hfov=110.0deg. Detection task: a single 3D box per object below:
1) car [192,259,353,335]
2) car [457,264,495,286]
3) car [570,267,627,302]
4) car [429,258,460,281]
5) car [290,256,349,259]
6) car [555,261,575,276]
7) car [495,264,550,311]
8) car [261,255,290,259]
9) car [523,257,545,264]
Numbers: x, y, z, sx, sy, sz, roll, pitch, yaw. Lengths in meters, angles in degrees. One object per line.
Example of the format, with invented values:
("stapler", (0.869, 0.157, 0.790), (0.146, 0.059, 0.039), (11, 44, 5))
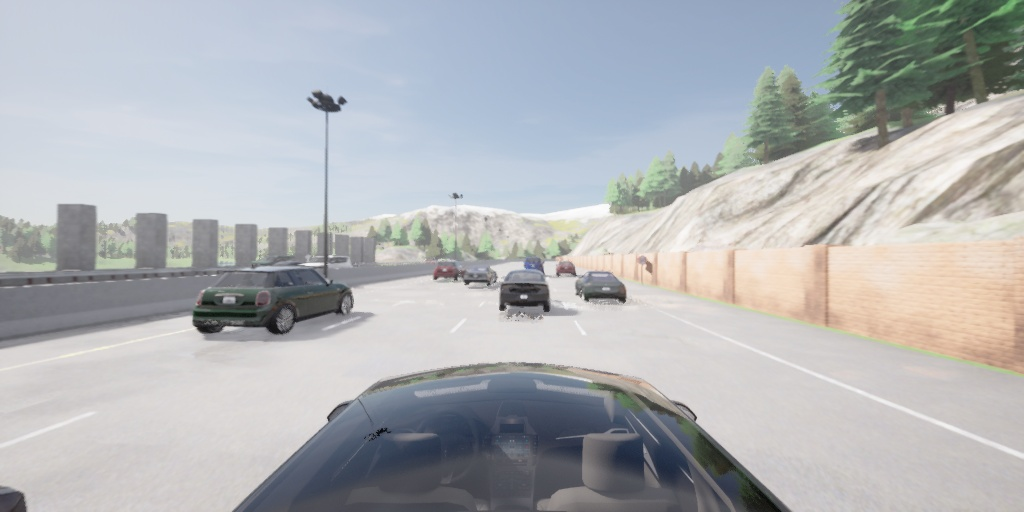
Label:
("car", (-6.644, 1.090, 10.673), (2.097, 1.767, 4.553), (1, 0, 3))
("car", (-2.232, 1.390, 26.228), (2.033, 1.411, 5.357), (0, 0, 4))
("car", (4.249, 1.419, 17.727), (1.994, 1.385, 4.181), (0, 0, 3))
("car", (-5.317, 1.193, 31.404), (2.097, 1.767, 4.553), (0, 0, 5))
("car", (-16.068, 0.979, 31.048), (2.150, 2.045, 5.566), (0, -1, 5))
("car", (6.068, 1.324, 40.944), (2.097, 1.767, 4.553), (0, 0, 5))
("car", (0.564, 1.291, 15.039), (1.882, 1.535, 5.008), (0, 0, 3))
("car", (-25.900, 0.939, 39.051), (2.150, 2.045, 5.566), (0, -1, 6))
("car", (2.413, 1.160, 39.589), (2.150, 2.045, 5.566), (0, 0, 5))
